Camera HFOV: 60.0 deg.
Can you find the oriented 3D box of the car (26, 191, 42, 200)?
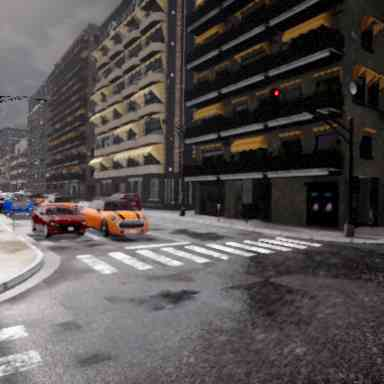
[{"bbox_3d":[-29.703,0.664,62.401,1.752,1.417,4.829,3,-1,-36],"label":"car"}]

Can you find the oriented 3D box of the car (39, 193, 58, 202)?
[{"bbox_3d":[-22.967,0.884,53.102,1.947,1.339,4.313,3,-1,-36],"label":"car"}]

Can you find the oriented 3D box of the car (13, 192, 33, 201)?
[{"bbox_3d":[-29.060,0.704,57.106,2.033,1.411,5.357,2,0,-38],"label":"car"}]

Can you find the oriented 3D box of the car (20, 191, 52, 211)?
[{"bbox_3d":[-15.540,0.870,32.985,2.097,1.767,4.553,2,0,-36],"label":"car"}]

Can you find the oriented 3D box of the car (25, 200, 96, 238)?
[{"bbox_3d":[-6.513,1.305,16.115,1.887,1.381,4.507,3,-1,-36],"label":"car"}]

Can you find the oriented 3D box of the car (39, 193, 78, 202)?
[{"bbox_3d":[-9.629,1.028,24.824,2.097,1.767,4.553,2,0,-36],"label":"car"}]

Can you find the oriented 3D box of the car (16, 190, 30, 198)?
[{"bbox_3d":[-36.238,0.405,71.425,1.967,1.590,4.097,3,-1,-36],"label":"car"}]

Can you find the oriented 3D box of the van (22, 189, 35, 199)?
[{"bbox_3d":[-32.915,0.394,66.846,1.690,1.788,3.998,3,-1,-36],"label":"van"}]

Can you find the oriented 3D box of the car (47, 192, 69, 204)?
[{"bbox_3d":[-19.643,0.847,48.522,1.967,1.590,4.097,3,-1,-36],"label":"car"}]

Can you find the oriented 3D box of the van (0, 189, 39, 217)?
[{"bbox_3d":[-13.143,0.924,25.277,1.690,1.788,3.998,3,-1,-36],"label":"van"}]

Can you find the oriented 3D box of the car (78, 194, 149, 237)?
[{"bbox_3d":[-3.966,1.179,16.958,2.097,1.767,4.553,2,0,-35],"label":"car"}]

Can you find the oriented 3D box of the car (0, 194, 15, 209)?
[{"bbox_3d":[-19.788,0.950,34.437,1.887,1.381,4.507,3,-1,-36],"label":"car"}]
